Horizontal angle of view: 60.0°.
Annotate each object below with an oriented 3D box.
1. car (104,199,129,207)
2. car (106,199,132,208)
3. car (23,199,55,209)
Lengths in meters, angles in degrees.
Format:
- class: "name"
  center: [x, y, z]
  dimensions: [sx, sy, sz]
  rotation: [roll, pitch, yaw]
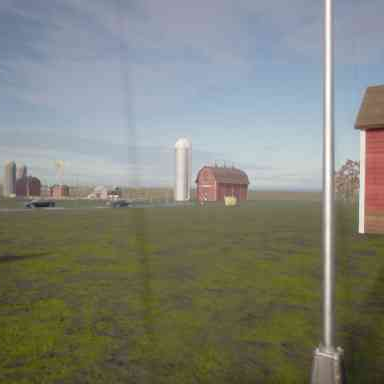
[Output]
- class: "car"
  center: [-15.115, 2.195, 66.730]
  dimensions: [1.812, 1.442, 4.674]
  rotation: [1, 0, 37]
- class: "car"
  center: [-13.643, 2.194, 64.016]
  dimensions: [1.837, 1.490, 4.892]
  rotation: [1, 0, 37]
- class: "car"
  center: [-24.738, 1.896, 53.863]
  dimensions: [1.882, 1.535, 5.008]
  rotation: [1, 0, 37]
